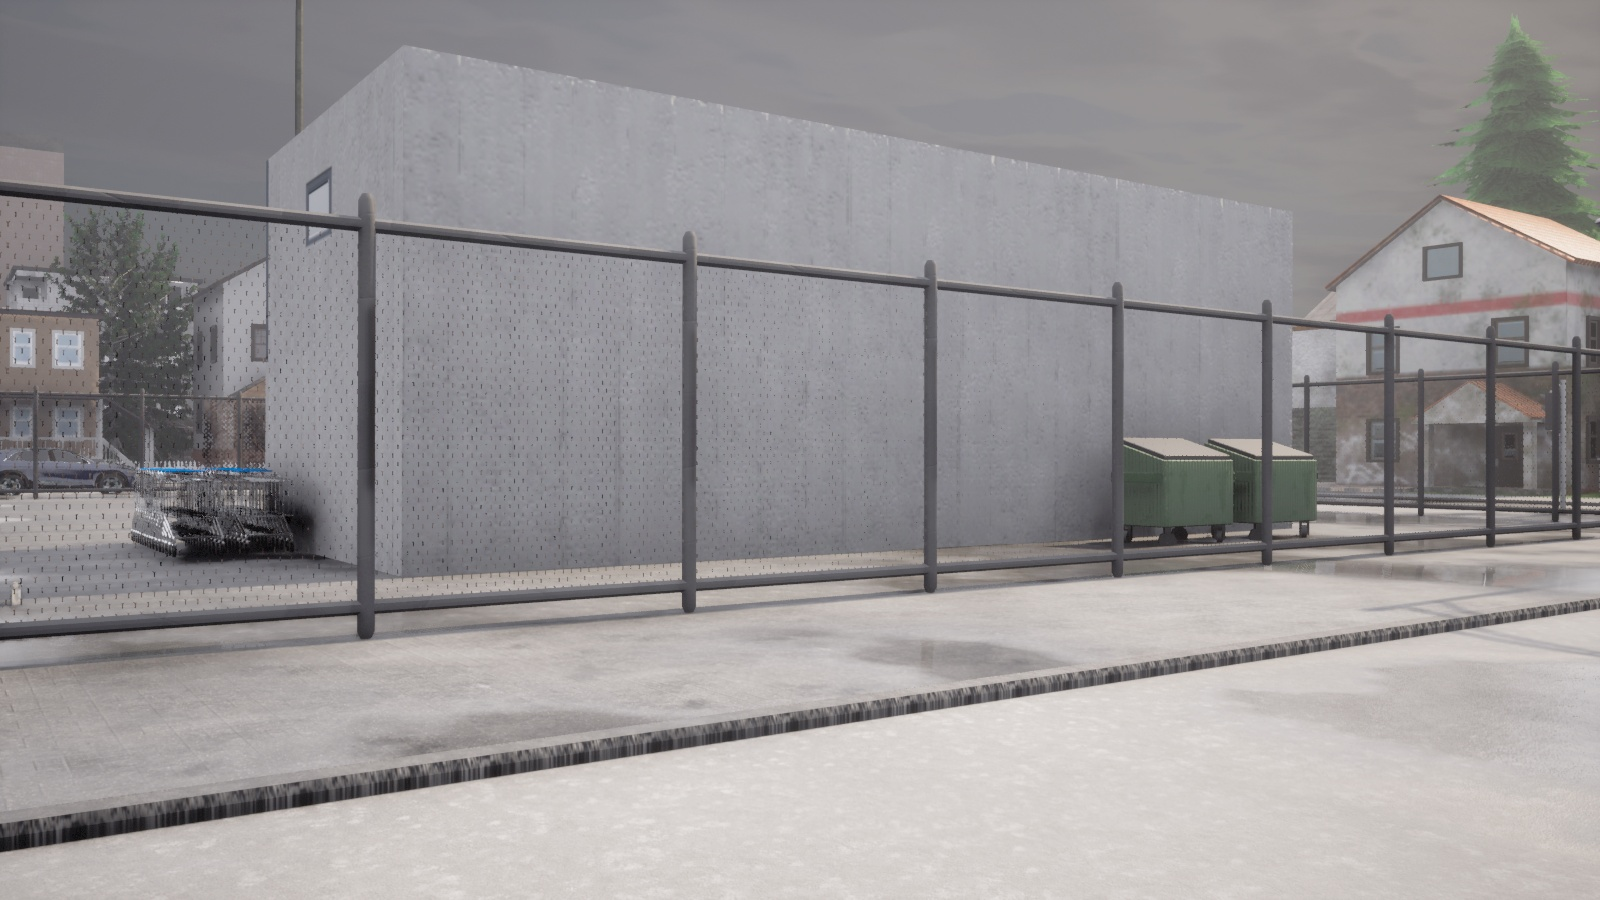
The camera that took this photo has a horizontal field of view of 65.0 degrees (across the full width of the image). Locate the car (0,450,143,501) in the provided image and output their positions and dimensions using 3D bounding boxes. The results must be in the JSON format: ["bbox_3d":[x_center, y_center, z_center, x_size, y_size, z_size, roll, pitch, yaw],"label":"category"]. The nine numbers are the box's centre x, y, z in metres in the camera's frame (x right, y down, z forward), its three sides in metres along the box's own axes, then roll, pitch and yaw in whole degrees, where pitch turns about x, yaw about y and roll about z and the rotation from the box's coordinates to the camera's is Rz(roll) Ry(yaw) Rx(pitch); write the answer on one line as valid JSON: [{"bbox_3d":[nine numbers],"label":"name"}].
[{"bbox_3d":[-24.908,0.831,42.177,4.856,1.649,2.033,0,0,-34],"label":"car"}]
